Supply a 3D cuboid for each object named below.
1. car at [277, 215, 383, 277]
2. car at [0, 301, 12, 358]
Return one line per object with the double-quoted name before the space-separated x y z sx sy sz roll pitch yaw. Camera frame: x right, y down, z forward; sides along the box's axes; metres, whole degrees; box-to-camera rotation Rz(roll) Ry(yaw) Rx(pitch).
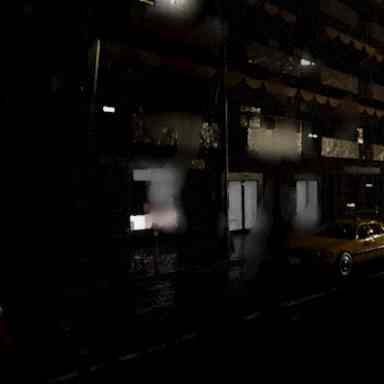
"car" 4.547 1.393 9.814 4.829 1.417 1.752 -1 0 -36
"car" -4.311 1.463 3.490 4.097 1.590 1.967 -1 0 -36
